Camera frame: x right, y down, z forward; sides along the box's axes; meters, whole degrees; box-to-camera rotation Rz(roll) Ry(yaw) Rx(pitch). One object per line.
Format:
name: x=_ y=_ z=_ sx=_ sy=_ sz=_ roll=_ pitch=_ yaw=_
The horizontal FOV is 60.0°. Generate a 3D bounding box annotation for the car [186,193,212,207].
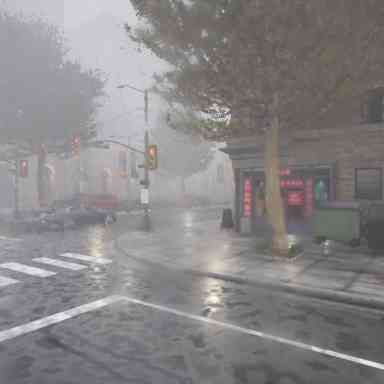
car: x=1.266 y=1.352 z=52.373 sx=2.097 sy=1.767 sz=4.553 roll=0 pitch=0 yaw=36

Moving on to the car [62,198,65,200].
car: x=-13.261 y=1.221 z=38.247 sx=2.150 sy=2.045 sz=5.566 roll=0 pitch=0 yaw=36

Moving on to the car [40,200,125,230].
car: x=-7.050 y=1.491 z=21.070 sx=2.128 sy=1.511 sz=4.902 roll=0 pitch=0 yaw=38

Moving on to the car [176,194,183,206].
car: x=-0.919 y=1.221 z=55.329 sx=2.150 sy=2.045 sz=5.566 roll=0 pitch=0 yaw=36

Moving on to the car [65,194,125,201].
car: x=-10.422 y=1.221 z=36.201 sx=2.150 sy=2.045 sz=5.566 roll=0 pitch=0 yaw=36

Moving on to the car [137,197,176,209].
car: x=-4.677 y=1.526 z=44.158 sx=1.812 sy=1.442 sz=4.674 roll=0 pitch=0 yaw=36

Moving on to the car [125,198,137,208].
car: x=-7.165 y=1.491 z=46.690 sx=2.128 sy=1.511 sz=4.902 roll=0 pitch=0 yaw=36

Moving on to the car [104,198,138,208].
car: x=-10.186 y=1.595 z=47.892 sx=1.895 sy=1.301 sz=4.718 roll=0 pitch=0 yaw=36
